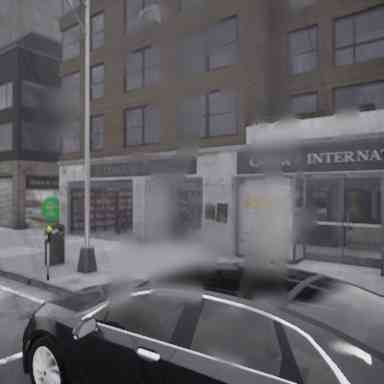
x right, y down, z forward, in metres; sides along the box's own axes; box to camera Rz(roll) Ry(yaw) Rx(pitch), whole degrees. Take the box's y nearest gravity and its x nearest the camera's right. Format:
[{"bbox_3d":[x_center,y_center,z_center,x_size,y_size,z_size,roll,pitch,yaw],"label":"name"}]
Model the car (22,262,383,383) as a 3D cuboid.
[{"bbox_3d":[0.202,1.499,3.313,4.892,1.490,1.837,0,0,36],"label":"car"}]
